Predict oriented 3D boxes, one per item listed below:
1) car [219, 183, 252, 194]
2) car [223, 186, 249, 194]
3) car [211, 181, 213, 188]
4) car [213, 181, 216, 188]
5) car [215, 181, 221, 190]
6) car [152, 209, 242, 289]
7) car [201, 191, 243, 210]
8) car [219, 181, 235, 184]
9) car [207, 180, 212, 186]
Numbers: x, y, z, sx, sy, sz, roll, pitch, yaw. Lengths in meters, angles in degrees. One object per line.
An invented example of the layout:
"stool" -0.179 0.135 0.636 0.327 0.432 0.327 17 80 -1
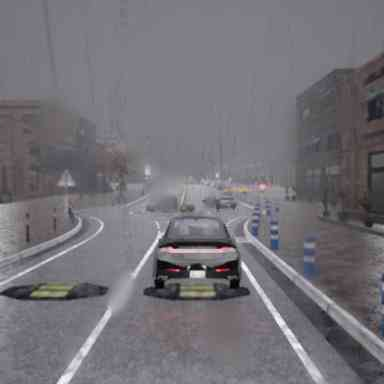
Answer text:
"car" 8.024 -0.341 59.433 5.366 1.575 1.946 0 3 -1
"car" 8.181 -0.440 62.191 4.674 1.452 2.002 0 3 -1
"car" 7.929 -1.489 84.211 5.008 1.535 2.097 0 2 -1
"car" 7.994 -1.257 78.705 4.892 1.521 2.231 0 2 -1
"car" 8.143 -1.005 67.681 5.566 2.045 2.435 0 3 -1
"car" 0.110 1.363 8.633 2.128 1.511 4.902 0 -1 0
"car" 2.422 0.941 31.360 2.128 1.511 4.902 0 1 -19
"car" 8.114 -0.745 64.934 4.553 1.767 2.185 0 3 -1
"car" 7.799 -2.059 92.466 5.566 2.045 2.435 0 2 -1
